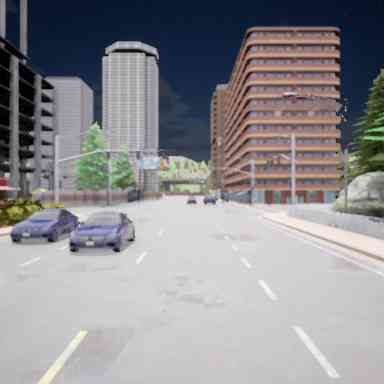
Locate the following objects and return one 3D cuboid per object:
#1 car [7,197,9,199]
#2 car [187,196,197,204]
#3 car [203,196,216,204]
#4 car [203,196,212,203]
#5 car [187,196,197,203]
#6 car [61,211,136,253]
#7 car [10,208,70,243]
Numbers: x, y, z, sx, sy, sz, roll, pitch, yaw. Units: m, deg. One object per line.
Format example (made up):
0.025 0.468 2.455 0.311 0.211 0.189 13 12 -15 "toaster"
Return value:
-37.446 1.258 64.174 3.866 1.878 1.905 0 0 0 "car"
-0.021 1.747 64.913 1.895 1.301 4.718 0 0 0 "car"
3.479 1.498 64.821 2.097 1.767 4.553 0 0 0 "car"
3.476 1.665 74.885 1.994 1.385 4.181 0 0 0 "car"
-0.024 1.652 74.884 2.033 1.411 5.357 0 0 0 "car"
-3.544 1.557 13.941 1.812 1.442 4.674 0 0 1 "car"
-7.018 1.563 16.431 1.812 1.442 4.674 0 0 0 "car"
